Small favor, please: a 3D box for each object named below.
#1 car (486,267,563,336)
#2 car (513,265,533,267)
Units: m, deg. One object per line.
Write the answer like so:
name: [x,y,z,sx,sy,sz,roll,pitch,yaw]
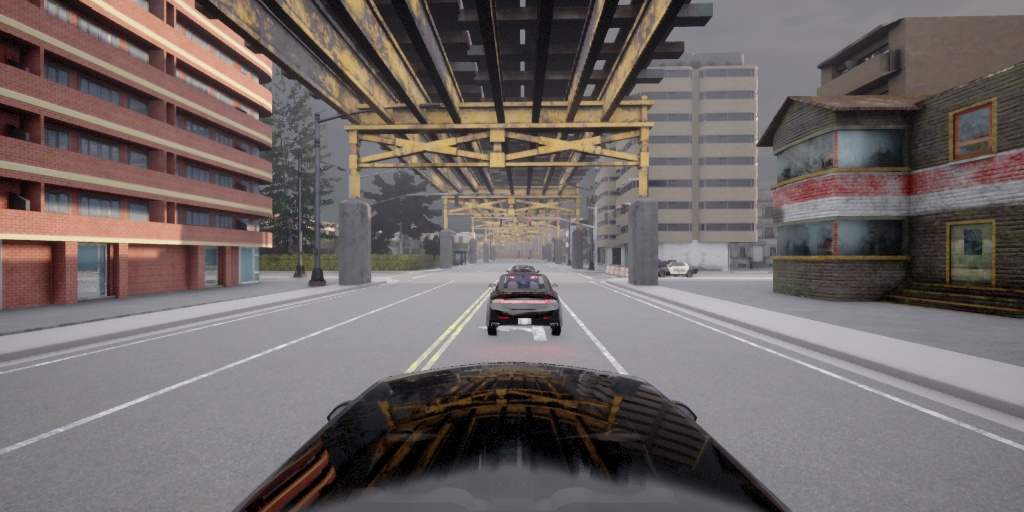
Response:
car: [0.328,1.232,10.388,2.128,1.511,4.902,0,0,1]
car: [0.627,1.240,20.656,1.812,1.442,4.674,0,0,2]
